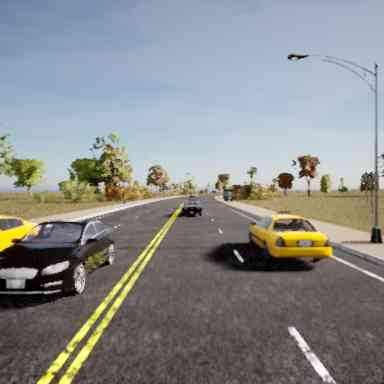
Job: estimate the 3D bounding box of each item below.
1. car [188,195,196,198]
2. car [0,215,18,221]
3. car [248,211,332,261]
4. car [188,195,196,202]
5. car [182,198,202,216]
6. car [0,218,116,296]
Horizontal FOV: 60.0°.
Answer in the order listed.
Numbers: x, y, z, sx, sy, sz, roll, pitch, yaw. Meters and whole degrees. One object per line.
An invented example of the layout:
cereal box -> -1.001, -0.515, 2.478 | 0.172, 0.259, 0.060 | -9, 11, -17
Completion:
car -> 0.103, 1.519, 47.410 | 2.033, 1.411, 5.357 | 0, 0, 0
car -> -6.599, 1.473, 10.315 | 1.882, 1.535, 5.008 | 0, 0, 0
car -> 3.251, 1.450, 12.123 | 1.801, 1.575, 5.366 | 0, 0, 0
car -> 0.038, 1.452, 73.677 | 1.837, 1.490, 4.892 | 0, 0, 1
car -> 0.001, 1.583, 32.748 | 1.895, 1.301, 4.718 | 0, 0, 0
car -> -3.350, 1.488, 8.775 | 2.128, 1.511, 4.902 | 0, 0, 0
